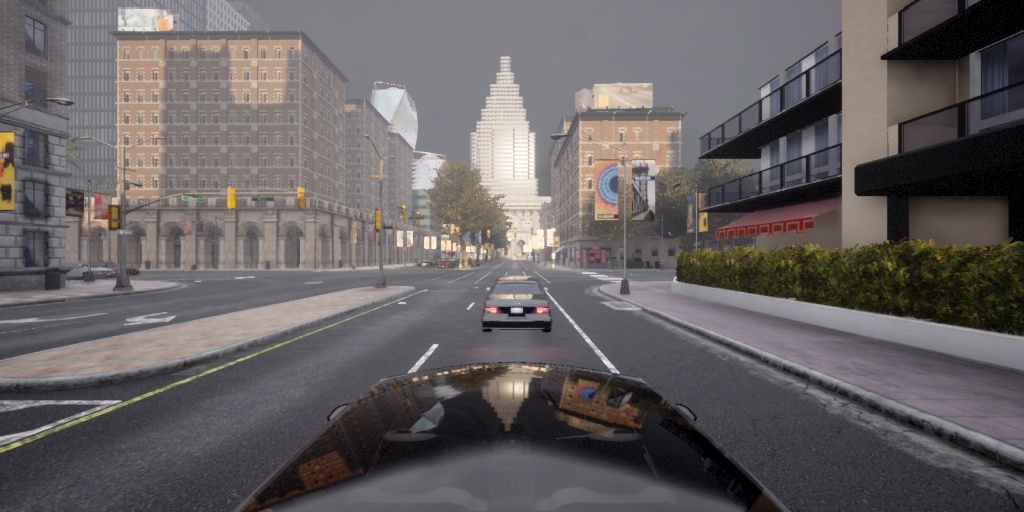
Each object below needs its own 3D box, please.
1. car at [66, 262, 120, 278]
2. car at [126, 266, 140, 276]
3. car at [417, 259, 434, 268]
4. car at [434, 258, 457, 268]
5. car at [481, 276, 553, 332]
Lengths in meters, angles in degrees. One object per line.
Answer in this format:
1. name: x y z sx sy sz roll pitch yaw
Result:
1. car: -37.317 1.276 31.118 4.674 1.442 1.812 0 0 0
2. car: -38.717 1.313 34.625 4.181 1.385 1.994 0 0 0
3. car: -14.506 1.241 61.595 2.128 1.511 4.902 0 0 1
4. car: -11.037 1.102 59.708 2.097 1.767 4.553 0 0 1
5. car: 0.148 1.297 10.776 2.033 1.411 5.357 0 0 1
